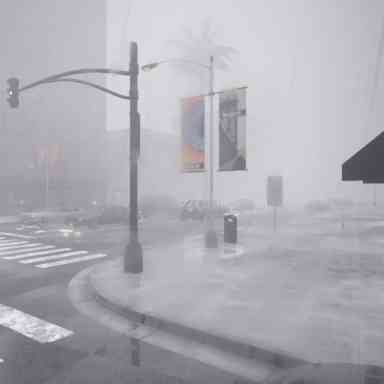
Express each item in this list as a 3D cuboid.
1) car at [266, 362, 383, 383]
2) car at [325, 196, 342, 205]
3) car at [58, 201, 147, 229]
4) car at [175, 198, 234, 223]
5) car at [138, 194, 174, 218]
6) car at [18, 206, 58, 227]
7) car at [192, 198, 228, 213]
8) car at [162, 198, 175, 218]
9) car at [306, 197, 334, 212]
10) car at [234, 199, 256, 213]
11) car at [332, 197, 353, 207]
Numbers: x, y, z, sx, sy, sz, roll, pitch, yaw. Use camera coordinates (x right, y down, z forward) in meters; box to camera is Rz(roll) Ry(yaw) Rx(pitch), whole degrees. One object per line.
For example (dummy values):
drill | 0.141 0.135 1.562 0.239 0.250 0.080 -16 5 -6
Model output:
car | 2.202 1.551 1.275 4.403 1.369 2.008 0 0 36
car | 26.172 1.622 61.582 1.882 1.535 5.008 0 0 35
car | -5.798 1.568 22.310 2.033 1.411 5.357 0 0 35
car | 1.079 1.388 26.065 2.097 1.767 4.553 0 0 35
car | -3.679 1.252 30.944 2.150 2.045 5.566 0 0 35
car | -9.318 1.615 22.973 1.895 1.301 4.718 0 0 35
car | 2.247 1.529 39.311 1.882 1.535 5.008 0 0 35
car | -0.129 1.515 30.333 1.882 1.535 5.008 0 0 35
car | 15.528 1.648 40.897 1.994 1.385 4.181 0 0 36
car | 5.710 1.550 38.583 2.128 1.511 4.902 0 0 35
car | 24.807 1.620 54.013 2.128 1.511 4.902 0 0 35
